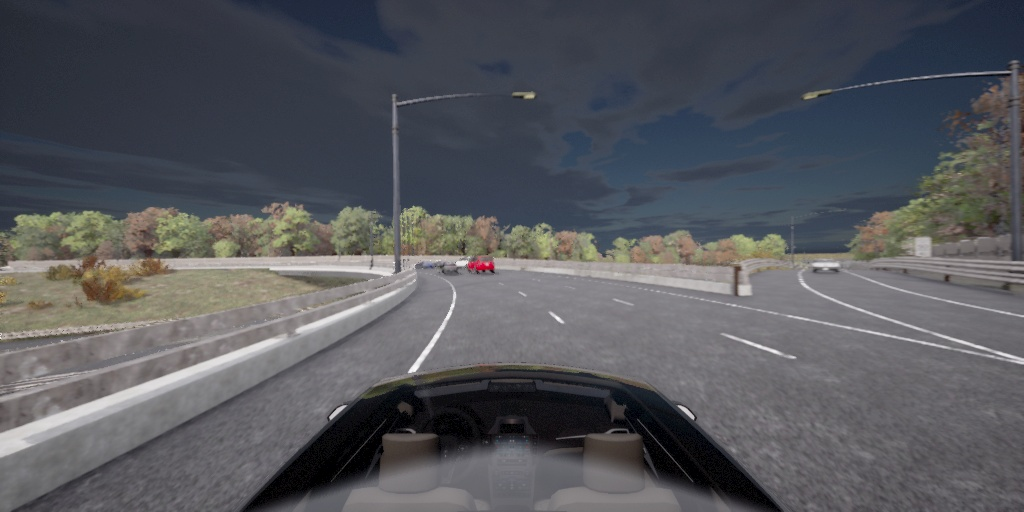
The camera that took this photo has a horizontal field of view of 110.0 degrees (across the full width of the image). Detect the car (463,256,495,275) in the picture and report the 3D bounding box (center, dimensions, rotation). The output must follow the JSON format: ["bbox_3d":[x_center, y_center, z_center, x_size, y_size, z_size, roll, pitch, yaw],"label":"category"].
[{"bbox_3d":[-3.673,1.039,41.701,2.150,2.045,5.566,-1,0,-21],"label":"car"}]

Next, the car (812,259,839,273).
[{"bbox_3d":[29.917,0.919,34.313,1.895,1.301,4.718,-1,-1,40],"label":"car"}]

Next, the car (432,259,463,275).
[{"bbox_3d":[-7.617,1.378,41.974,2.128,1.511,4.902,-1,0,-22],"label":"car"}]
